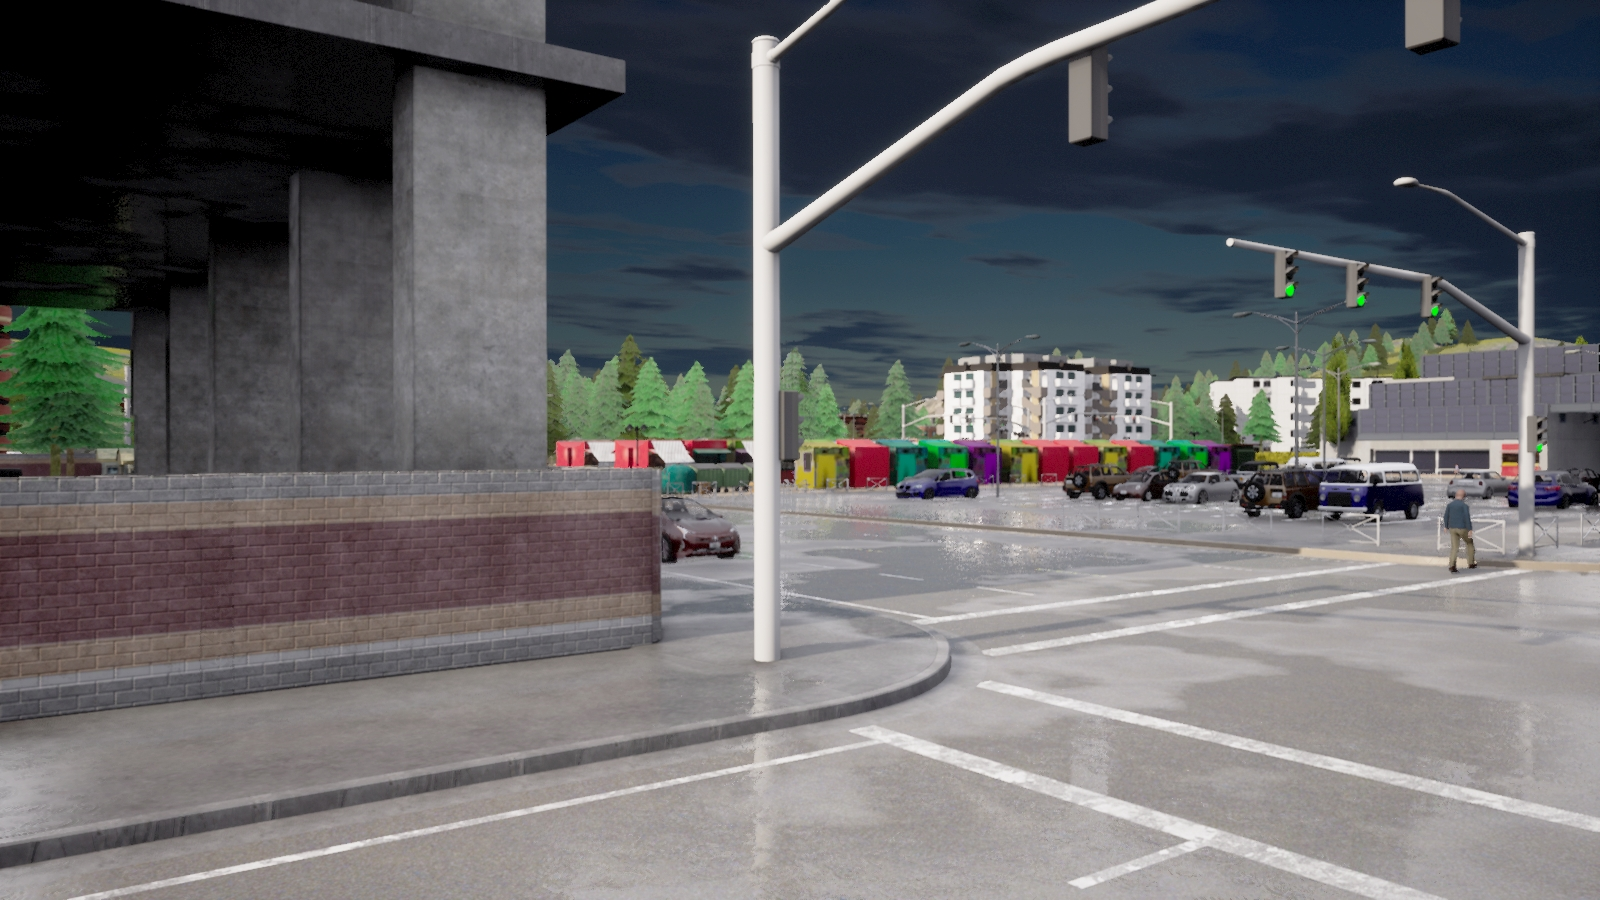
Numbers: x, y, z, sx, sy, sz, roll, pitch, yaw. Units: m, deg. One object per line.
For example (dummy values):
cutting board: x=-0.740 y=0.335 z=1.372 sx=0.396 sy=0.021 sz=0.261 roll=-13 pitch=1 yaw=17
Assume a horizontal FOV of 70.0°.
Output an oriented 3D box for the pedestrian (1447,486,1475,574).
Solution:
pedestrian: x=14.188 y=1.712 z=24.535 sx=0.375 sy=1.860 sz=0.375 roll=0 pitch=0 yaw=-29

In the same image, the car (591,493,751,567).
car: x=-3.338 y=1.935 z=28.780 sx=2.007 sy=1.525 sz=4.514 roll=0 pitch=0 yaw=-36
